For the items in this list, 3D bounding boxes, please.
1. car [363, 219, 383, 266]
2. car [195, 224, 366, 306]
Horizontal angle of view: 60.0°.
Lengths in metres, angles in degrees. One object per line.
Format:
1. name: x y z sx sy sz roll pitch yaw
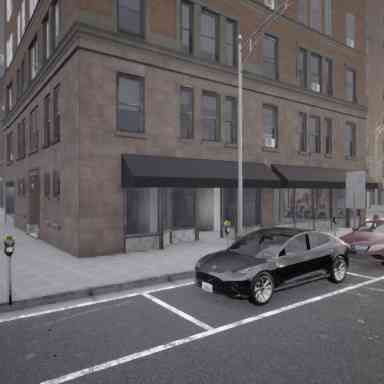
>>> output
1. car: 6.540 1.582 11.267 4.206 1.307 1.802 0 0 -36
2. car: 2.077 1.566 8.049 4.313 1.339 1.947 0 0 -36
